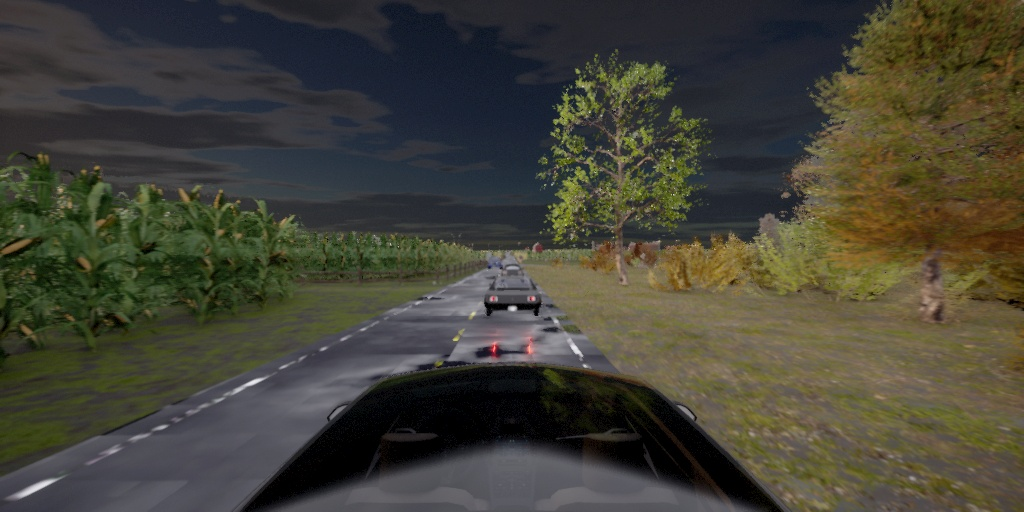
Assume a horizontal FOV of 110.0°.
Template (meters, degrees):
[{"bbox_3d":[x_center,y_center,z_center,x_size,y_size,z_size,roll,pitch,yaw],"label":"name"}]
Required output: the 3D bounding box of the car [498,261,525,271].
[{"bbox_3d":[0.060,1.398,30.045,1.812,1.442,4.674,0,0,1],"label":"car"}]

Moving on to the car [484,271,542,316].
[{"bbox_3d":[0.043,1.408,13.691,1.895,1.301,4.718,0,0,1],"label":"car"}]

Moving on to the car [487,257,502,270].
[{"bbox_3d":[-2.787,1.185,58.644,2.150,2.045,5.566,0,0,1],"label":"car"}]
